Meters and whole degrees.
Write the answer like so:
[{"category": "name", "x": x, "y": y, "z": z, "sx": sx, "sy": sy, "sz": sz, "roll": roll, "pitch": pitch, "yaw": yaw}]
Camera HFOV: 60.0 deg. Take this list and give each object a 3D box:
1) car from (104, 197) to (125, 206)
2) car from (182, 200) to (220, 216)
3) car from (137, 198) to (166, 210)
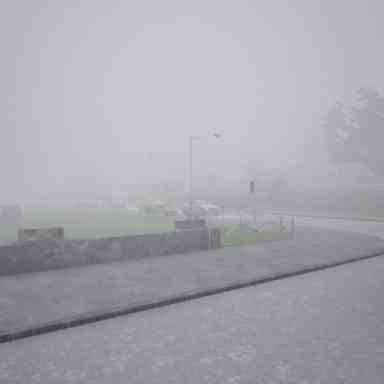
[{"category": "car", "x": -11.928, "y": 1.490, "z": 50.916, "sx": 2.128, "sy": 1.511, "sz": 4.902, "roll": 0, "pitch": 0, "yaw": -35}, {"category": "car", "x": 0.767, "y": 1.526, "z": 33.063, "sx": 1.812, "sy": 1.442, "sz": 4.674, "roll": 0, "pitch": 0, "yaw": -36}, {"category": "car", "x": -5.034, "y": 1.478, "z": 41.182, "sx": 1.882, "sy": 1.535, "sz": 5.008, "roll": 0, "pitch": 0, "yaw": -35}]
